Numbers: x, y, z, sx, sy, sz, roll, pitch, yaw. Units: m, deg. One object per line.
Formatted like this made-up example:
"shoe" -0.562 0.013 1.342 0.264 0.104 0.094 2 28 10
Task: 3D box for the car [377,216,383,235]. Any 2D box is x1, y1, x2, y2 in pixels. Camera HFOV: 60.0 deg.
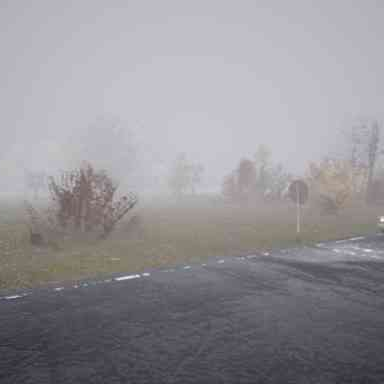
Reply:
"car" 9.769 1.153 13.779 4.718 1.301 1.895 -2 1 -32
